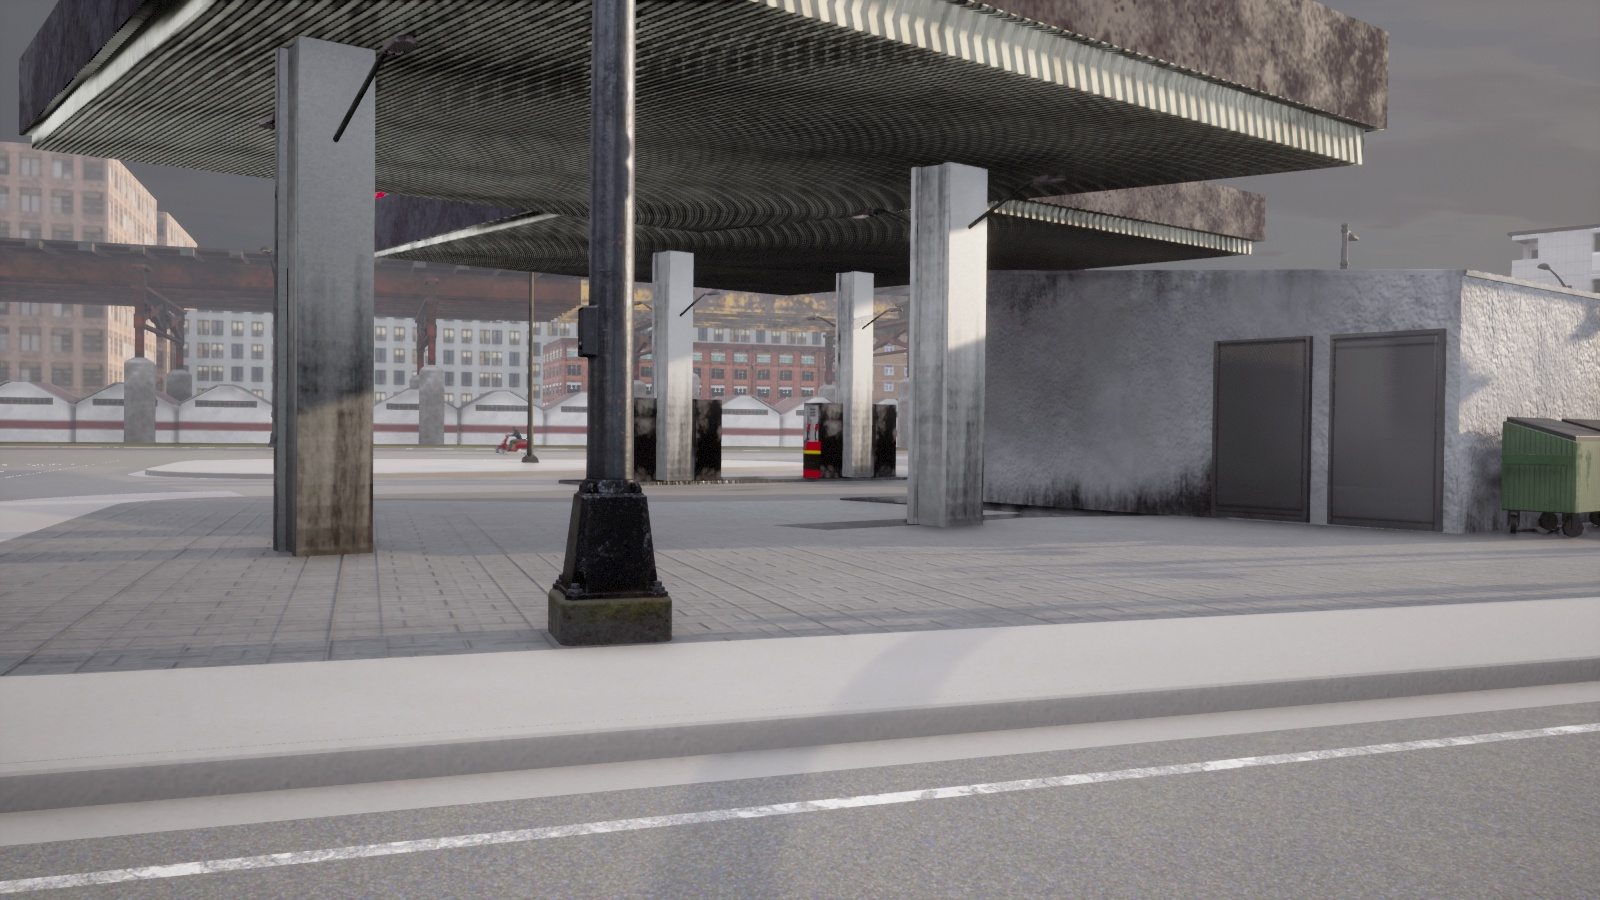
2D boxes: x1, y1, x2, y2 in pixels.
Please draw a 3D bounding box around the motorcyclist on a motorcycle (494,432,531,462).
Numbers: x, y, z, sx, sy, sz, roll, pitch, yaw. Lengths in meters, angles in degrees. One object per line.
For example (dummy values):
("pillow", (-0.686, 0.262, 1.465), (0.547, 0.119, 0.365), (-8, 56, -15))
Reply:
("motorcyclist on a motorcycle", (-15.537, -0.184, 67.823), (1.817, 1.590, 0.866), (-1, 1, -19))
